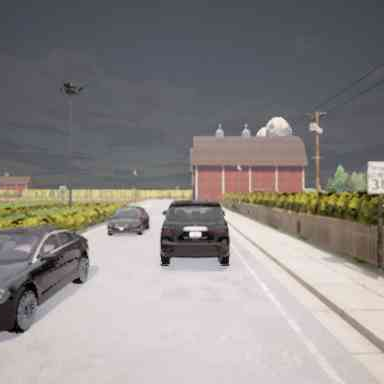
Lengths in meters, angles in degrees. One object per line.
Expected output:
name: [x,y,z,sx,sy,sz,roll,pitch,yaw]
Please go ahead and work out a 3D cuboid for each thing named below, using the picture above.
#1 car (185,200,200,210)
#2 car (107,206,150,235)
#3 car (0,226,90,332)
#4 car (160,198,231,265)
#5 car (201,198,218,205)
car: [0.047,1.815,47.377,1.994,1.385,4.181,0,0,0]
car: [-3.601,1.603,19.440,1.837,1.490,4.892,0,1,0]
car: [-3.605,1.530,6.941,2.128,1.511,4.902,0,0,0]
car: [0.089,1.287,12.032,2.150,2.045,5.566,0,0,0]
car: [3.436,1.816,64.440,1.994,1.385,4.181,1,-1,-16]
